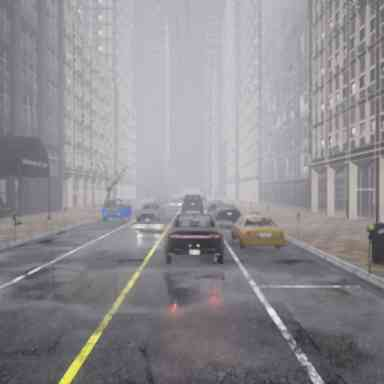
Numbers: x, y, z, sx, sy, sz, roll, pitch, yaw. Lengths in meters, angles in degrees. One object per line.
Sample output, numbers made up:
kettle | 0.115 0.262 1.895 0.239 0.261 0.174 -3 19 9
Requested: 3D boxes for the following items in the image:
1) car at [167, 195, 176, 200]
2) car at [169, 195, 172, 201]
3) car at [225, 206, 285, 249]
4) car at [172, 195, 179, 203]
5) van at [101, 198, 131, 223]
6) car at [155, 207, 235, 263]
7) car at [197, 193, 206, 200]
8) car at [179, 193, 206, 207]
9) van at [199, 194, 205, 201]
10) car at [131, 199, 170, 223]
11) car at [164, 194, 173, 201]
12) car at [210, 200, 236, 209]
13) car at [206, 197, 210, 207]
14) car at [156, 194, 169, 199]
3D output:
car | -5.761 1.521 94.009 2.008 1.369 4.403 0 0 0
car | -5.741 1.319 65.517 2.192 1.841 5.009 0 0 0
car | 2.676 1.536 14.405 1.752 1.417 4.829 0 0 0
car | -3.053 1.596 67.278 1.895 1.301 4.718 0 0 0
van | -5.713 1.355 25.630 1.690 1.788 3.998 0 0 0
car | 0.082 1.501 11.931 2.128 1.511 4.902 0 0 0
car | 2.619 1.285 94.012 2.192 1.841 5.009 0 0 0
car | 0.074 1.236 34.945 2.150 2.045 5.566 0 0 0
van | 2.623 1.320 88.313 1.690 1.788 3.998 0 0 0
car | -3.118 1.561 26.015 2.033 1.411 5.357 0 0 0
car | -5.753 1.426 82.612 1.967 1.590 4.097 0 0 0
car | 2.668 1.580 25.632 1.947 1.339 4.313 0 0 0
car | 2.660 1.580 37.028 1.947 1.339 4.313 0 0 0
car | -5.736 1.552 59.819 1.887 1.381 4.507 0 0 0
